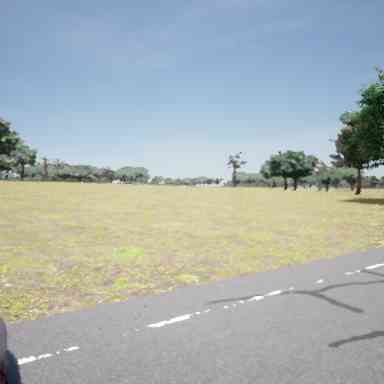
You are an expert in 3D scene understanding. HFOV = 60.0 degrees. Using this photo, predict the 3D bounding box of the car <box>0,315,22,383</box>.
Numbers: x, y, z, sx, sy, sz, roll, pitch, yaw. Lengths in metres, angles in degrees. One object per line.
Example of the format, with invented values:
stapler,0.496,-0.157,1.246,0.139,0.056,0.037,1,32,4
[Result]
car,-3.559,1.485,1.454,5.008,1.535,1.882,0,0,-35
